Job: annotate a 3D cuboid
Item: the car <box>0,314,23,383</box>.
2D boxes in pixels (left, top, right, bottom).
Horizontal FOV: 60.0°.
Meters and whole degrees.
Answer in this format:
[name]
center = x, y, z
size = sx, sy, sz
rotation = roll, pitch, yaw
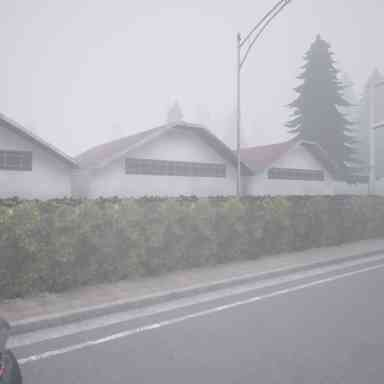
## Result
[car]
center = -3.502, 1.504, 1.478
size = 4.892, 1.490, 1.837
rotation = 0, 0, -35
